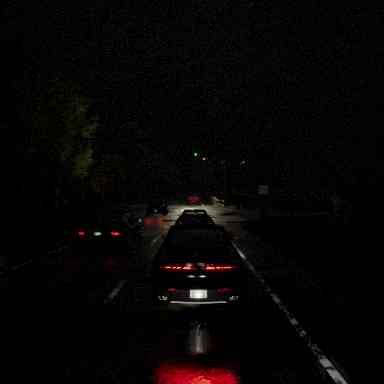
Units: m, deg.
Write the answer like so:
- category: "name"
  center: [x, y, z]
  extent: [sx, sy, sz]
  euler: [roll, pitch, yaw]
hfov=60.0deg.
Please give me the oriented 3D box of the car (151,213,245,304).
- category: "car"
  center: [0.116, 1.507, 8.148]
  extent: [1.837, 1.490, 4.892]
  euler: [0, 0, 0]

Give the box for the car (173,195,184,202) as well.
- category: "car"
  center: [-3.334, 1.501, 77.475]
  extent: [1.837, 1.490, 4.892]
  euler: [0, 0, 0]

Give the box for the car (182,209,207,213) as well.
- category: "car"
  center: [0.135, 1.568, 17.254]
  extent: [1.994, 1.385, 4.181]
  euler: [0, 0, 0]

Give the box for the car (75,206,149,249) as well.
- category: "car"
  center: [-3.370, 1.551, 14.425]
  extent: [2.033, 1.411, 5.357]
  euler: [0, 0, 0]

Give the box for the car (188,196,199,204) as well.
- category: "car"
  center: [0.216, 1.482, 61.428]
  extent: [1.882, 1.535, 5.008]
  euler: [0, 0, 0]

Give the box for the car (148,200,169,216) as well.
- category: "car"
  center: [-3.330, 1.499, 32.908]
  extent: [2.128, 1.511, 4.902]
  euler: [0, 0, 0]
